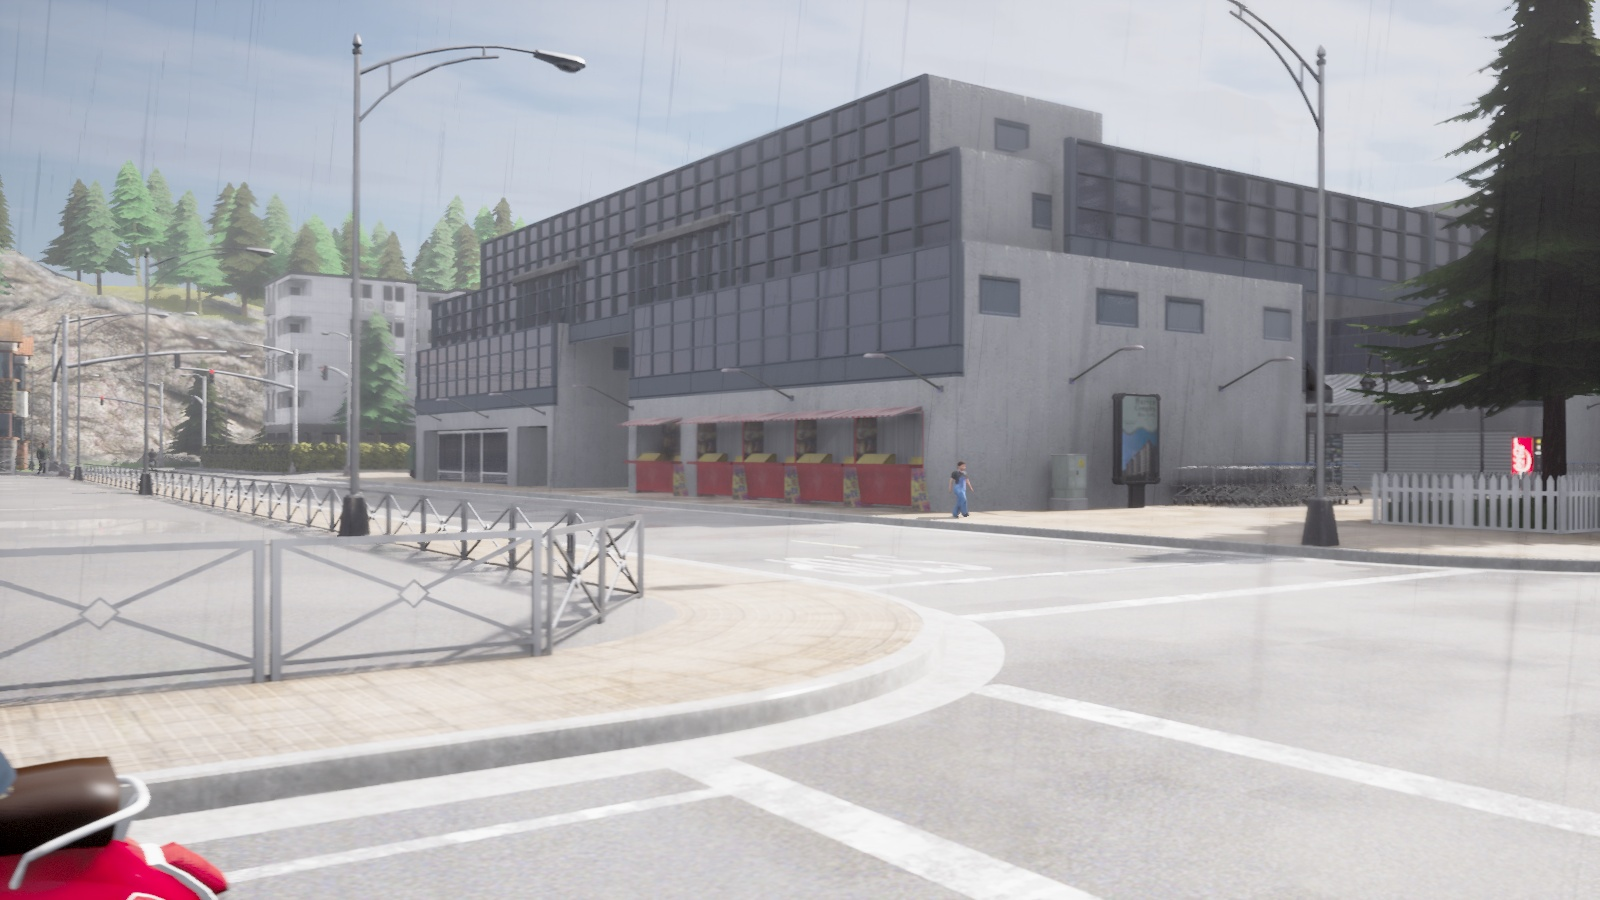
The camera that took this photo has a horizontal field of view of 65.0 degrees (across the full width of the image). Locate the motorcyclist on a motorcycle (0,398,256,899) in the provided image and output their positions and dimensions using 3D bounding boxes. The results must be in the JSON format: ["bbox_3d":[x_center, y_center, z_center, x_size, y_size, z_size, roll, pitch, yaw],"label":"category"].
[{"bbox_3d":[-2.010,0.707,2.197,1.817,1.590,0.866,0,0,-33],"label":"motorcyclist on a motorcycle"}]

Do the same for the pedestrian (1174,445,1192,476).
[{"bbox_3d":[23.222,0.651,76.192,0.563,1.883,0.849,0,0,-36],"label":"pedestrian"}]

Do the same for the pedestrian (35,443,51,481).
[{"bbox_3d":[-38.922,0.600,64.555,0.788,1.949,0.423,0,0,39],"label":"pedestrian"}]

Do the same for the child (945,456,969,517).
[{"bbox_3d":[3.281,0.762,26.257,0.270,1.263,0.437,0,0,-37],"label":"child"}]
